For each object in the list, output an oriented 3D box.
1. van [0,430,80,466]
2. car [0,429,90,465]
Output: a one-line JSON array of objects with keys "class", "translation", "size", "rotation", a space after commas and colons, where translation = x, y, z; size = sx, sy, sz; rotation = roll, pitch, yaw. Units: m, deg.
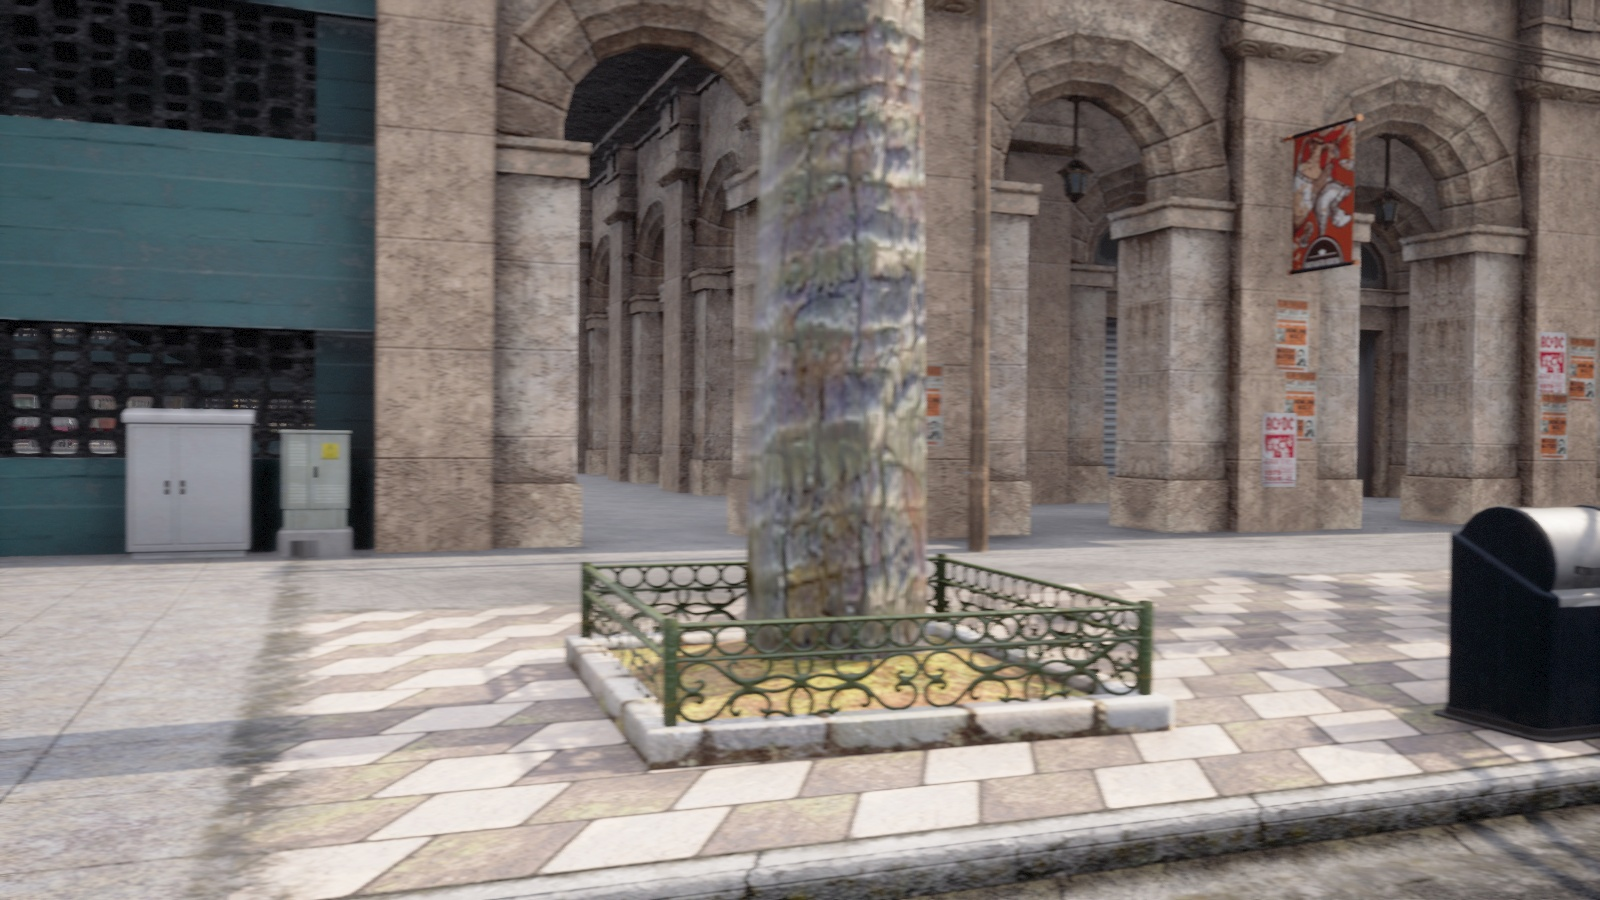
[{"class": "van", "translation": [-43.444, -0.135, 70.996], "size": [4.442, 1.987, 1.775], "rotation": [-1, 1, -21]}, {"class": "car", "translation": [-45.225, -0.199, 74.062], "size": [5.566, 2.045, 2.150], "rotation": [-1, 1, -20]}]
